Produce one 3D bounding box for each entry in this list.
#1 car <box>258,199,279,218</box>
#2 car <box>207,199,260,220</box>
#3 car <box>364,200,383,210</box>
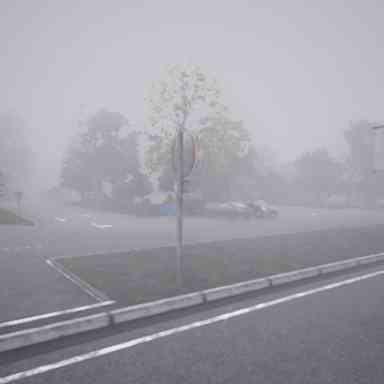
[{"bbox_3d":[5.766,1.426,30.643,2.185,1.767,4.553,1,0,-35],"label":"car"},{"bbox_3d":[3.218,1.566,28.753,2.002,1.452,4.674,1,0,-36],"label":"car"},{"bbox_3d":[25.660,1.802,44.655,2.002,1.452,4.674,1,0,-35],"label":"car"}]
